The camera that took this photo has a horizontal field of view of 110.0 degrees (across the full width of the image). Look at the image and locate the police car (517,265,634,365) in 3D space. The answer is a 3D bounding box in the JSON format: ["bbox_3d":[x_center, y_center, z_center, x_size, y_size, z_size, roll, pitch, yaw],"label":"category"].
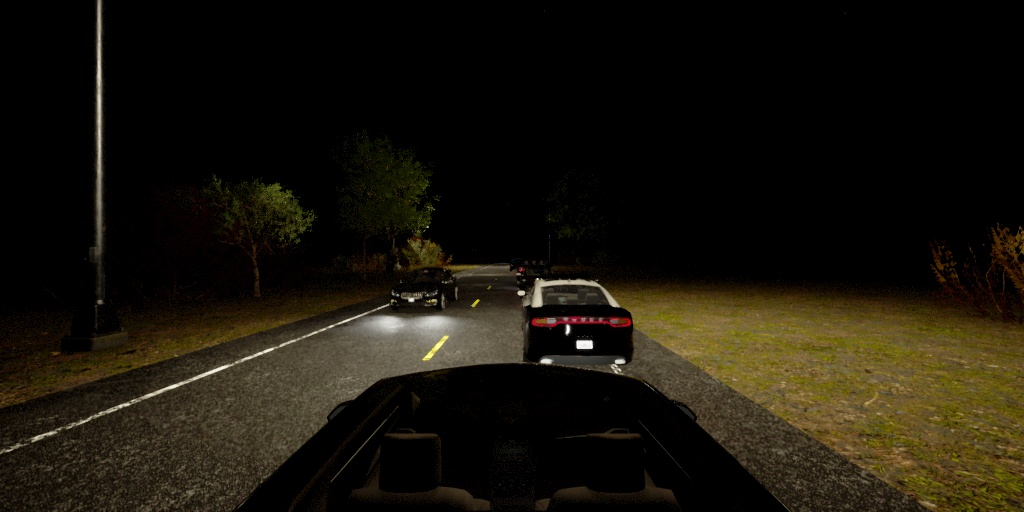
[{"bbox_3d":[1.164,1.174,8.151,1.930,1.638,5.238,0,0,1],"label":"police car"}]

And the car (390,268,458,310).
[{"bbox_3d":[-3.395,1.251,14.638,1.837,1.490,4.892,0,0,1],"label":"car"}]

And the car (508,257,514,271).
[{"bbox_3d":[0.700,1.233,46.572,1.812,1.442,4.674,0,0,1],"label":"car"}]

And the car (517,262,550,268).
[{"bbox_3d":[1.305,1.250,18.039,1.837,1.490,4.892,0,0,1],"label":"car"}]

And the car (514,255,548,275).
[{"bbox_3d":[1.389,0.963,24.069,2.150,2.045,5.566,0,0,1],"label":"car"}]

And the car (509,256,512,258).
[{"bbox_3d":[0.842,1.162,58.744,1.882,1.535,5.008,0,0,1],"label":"car"}]
